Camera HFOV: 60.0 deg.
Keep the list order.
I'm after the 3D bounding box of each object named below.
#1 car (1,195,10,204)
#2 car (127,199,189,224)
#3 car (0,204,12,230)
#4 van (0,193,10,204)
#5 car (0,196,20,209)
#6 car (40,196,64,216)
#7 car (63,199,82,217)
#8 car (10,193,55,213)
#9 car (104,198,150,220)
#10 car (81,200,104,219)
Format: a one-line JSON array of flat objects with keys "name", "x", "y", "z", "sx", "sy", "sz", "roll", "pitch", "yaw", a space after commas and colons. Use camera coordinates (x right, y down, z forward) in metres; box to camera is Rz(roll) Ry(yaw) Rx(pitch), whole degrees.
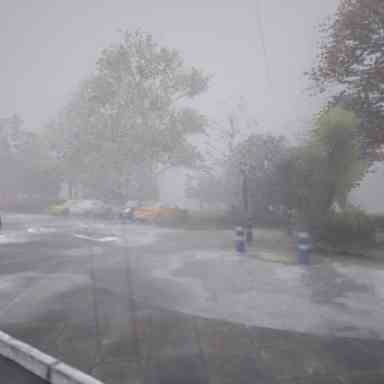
[{"name": "car", "x": -17.847, "y": 1.380, "z": 36.841, "sx": 2.163, "sy": 1.488, "sz": 4.792, "roll": 1, "pitch": 0, "yaw": 36}, {"name": "car", "x": -2.240, "y": 1.533, "z": 25.546, "sx": 2.097, "sy": 1.535, "sz": 5.008, "roll": 1, "pitch": 0, "yaw": 36}, {"name": "car", "x": -12.078, "y": 1.544, "z": 16.495, "sx": 2.163, "sy": 1.488, "sz": 4.792, "roll": 1, "pitch": 0, "yaw": 36}, {"name": "van", "x": -20.103, "y": 1.099, "z": 38.657, "sx": 1.878, "sy": 1.987, "sz": 4.442, "roll": 1, "pitch": 0, "yaw": 36}, {"name": "car", "x": -24.535, "y": 1.321, "z": 41.764, "sx": 2.163, "sy": 1.488, "sz": 4.792, "roll": 0, "pitch": 0, "yaw": 36}, {"name": "car", "x": -11.214, "y": 1.426, "z": 31.835, "sx": 1.946, "sy": 1.575, "sz": 5.366, "roll": 1, "pitch": 0, "yaw": 36}, {"name": "car", "x": -8.865, "y": 1.495, "z": 30.356, "sx": 2.002, "sy": 1.452, "sz": 4.674, "roll": 1, "pitch": 0, "yaw": 36}, {"name": "car", "x": -15.570, "y": 1.125, "z": 35.259, "sx": 2.435, "sy": 2.045, "sz": 5.566, "roll": 1, "pitch": 0, "yaw": 36}, {"name": "car", "x": -4.461, "y": 1.381, "z": 27.202, "sx": 2.185, "sy": 1.767, "sz": 4.553, "roll": 1, "pitch": 0, "yaw": 36}, {"name": "car", "x": -6.639, "y": 1.511, "z": 28.708, "sx": 2.163, "sy": 1.488, "sz": 4.792, "roll": 1, "pitch": 0, "yaw": 36}]
